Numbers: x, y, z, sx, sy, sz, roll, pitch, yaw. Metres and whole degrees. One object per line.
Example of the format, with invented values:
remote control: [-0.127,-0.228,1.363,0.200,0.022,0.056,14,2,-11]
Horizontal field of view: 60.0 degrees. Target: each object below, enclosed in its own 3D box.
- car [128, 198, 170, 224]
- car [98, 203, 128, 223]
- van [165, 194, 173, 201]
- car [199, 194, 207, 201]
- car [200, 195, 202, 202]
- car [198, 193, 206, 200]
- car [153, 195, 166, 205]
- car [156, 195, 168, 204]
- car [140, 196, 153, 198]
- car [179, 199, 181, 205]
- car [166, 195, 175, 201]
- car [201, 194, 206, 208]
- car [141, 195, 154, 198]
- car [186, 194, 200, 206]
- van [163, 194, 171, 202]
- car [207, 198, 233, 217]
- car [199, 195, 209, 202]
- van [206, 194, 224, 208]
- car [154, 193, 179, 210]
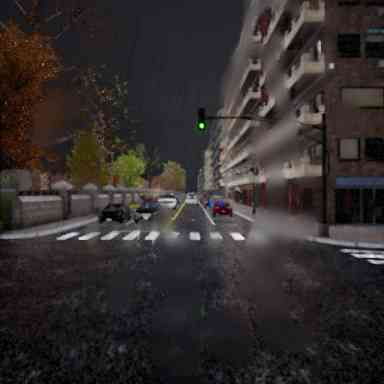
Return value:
car: [-3.098,1.457,24.902,2.128,1.511,4.902,0,0,0]
car: [-5.686,1.535,24.948,1.947,1.339,4.313,0,0,0]
van: [-5.683,1.303,81.249,1.690,1.788,3.998,0,0,0]
car: [2.697,1.402,81.249,1.967,1.590,4.097,0,0,0]
car: [2.695,1.506,53.099,2.008,1.369,4.403,0,0,0]
car: [2.698,1.288,92.510,2.192,1.841,5.009,0,0,0]
car: [-5.684,1.394,58.731,1.967,1.590,4.097,0,0,0]
car: [-5.683,1.395,64.360,1.967,1.590,4.097,0,0,0]
car: [-5.685,1.486,36.040,1.752,1.417,4.829,0,0,0]
car: [-2.997,1.570,59.080,2.033,1.411,5.357,0,0,0]
car: [-5.683,1.517,86.880,2.008,1.369,4.403,0,0,0]
car: [2.696,1.397,47.469,1.967,1.590,4.097,0,0,0]
car: [-5.685,1.273,41.839,2.192,1.841,5.009,0,0,0]
car: [0.003,1.481,54.081,1.812,1.442,4.674,0,0,0]
van: [-5.684,1.299,75.620,1.690,1.788,3.998,0,0,0]
car: [2.695,1.510,30.578,1.887,1.381,4.507,0,0,0]
car: [2.696,1.504,75.620,1.887,1.381,4.507,0,0,0]
van: [2.696,1.302,36.209,1.690,1.788,3.998,0,0,0]
car: [-3.085,1.181,41.599,2.150,2.045,5.566,0,0,0]
